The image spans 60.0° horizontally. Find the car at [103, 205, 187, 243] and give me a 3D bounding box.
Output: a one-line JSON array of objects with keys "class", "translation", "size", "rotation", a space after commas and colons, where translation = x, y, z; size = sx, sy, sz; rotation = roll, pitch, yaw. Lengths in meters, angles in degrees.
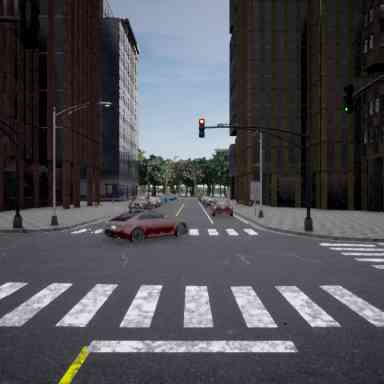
[{"class": "car", "translation": [-2.141, 1.548, 16.134], "size": [1.994, 1.385, 4.181], "rotation": [1, 0, 42]}]

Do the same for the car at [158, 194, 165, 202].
[{"class": "car", "translation": [-5.751, 1.537, 53.308], "size": [1.752, 1.417, 4.829], "rotation": [0, 0, 0]}]

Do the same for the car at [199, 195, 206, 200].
[{"class": "car", "translation": [2.782, 1.561, 91.709], "size": [1.752, 1.417, 4.829], "rotation": [0, 0, 0]}]

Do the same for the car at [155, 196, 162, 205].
[{"class": "car", "translation": [-5.752, 1.592, 48.040], "size": [1.802, 1.307, 4.206], "rotation": [0, 0, 0]}]

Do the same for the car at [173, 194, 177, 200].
[{"class": "car", "translation": [-5.744, 1.597, 86.103], "size": [1.947, 1.339, 4.313], "rotation": [0, 0, 0]}]

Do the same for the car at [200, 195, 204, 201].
[{"class": "car", "translation": [2.774, 1.556, 53.476], "size": [1.887, 1.381, 4.507], "rotation": [0, 0, 0]}]

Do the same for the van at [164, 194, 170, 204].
[{"class": "van", "translation": [-5.749, 1.358, 64.353], "size": [1.690, 1.788, 3.998], "rotation": [0, 0, 0]}]

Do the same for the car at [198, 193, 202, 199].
[{"class": "car", "translation": [2.779, 1.549, 75.396], "size": [1.752, 1.417, 4.829], "rotation": [0, 0, 0]}]

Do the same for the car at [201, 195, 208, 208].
[{"class": "car", "translation": [2.773, 1.560, 48.038], "size": [2.008, 1.369, 4.403], "rotation": [0, 0, 0]}]

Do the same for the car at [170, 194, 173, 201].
[{"class": "car", "translation": [-5.747, 1.571, 69.791], "size": [2.008, 1.369, 4.403], "rotation": [0, 0, 0]}]

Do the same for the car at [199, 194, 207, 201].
[{"class": "car", "translation": [2.775, 1.559, 58.914], "size": [1.887, 1.381, 4.507], "rotation": [0, 0, 0]}]

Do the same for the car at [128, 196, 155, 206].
[{"class": "car", "translation": [-5.755, 1.321, 37.165], "size": [2.192, 1.841, 5.009], "rotation": [0, 0, 0]}]

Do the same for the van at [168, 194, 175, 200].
[{"class": "van", "translation": [-5.743, 1.377, 91.541], "size": [1.690, 1.788, 3.998], "rotation": [0, 0, 0]}]

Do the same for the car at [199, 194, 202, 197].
[{"class": "car", "translation": [2.777, 1.543, 64.521], "size": [1.752, 1.417, 4.829], "rotation": [0, 0, 0]}]

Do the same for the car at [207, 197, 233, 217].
[{"class": "car", "translation": [2.769, 1.444, 31.726], "size": [1.967, 1.590, 4.097], "rotation": [0, 0, 0]}]
